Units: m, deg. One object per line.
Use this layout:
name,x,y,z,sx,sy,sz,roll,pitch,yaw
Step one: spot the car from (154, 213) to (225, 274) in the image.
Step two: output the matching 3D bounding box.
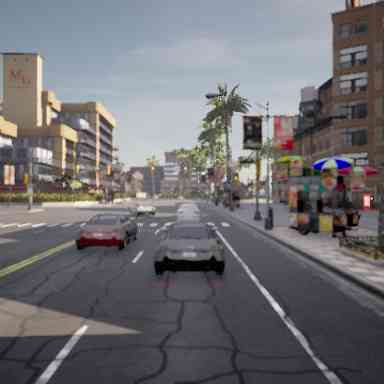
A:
car,-0.077,1.604,10.666,1.994,1.385,4.181,0,0,0

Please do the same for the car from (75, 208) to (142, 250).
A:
car,-3.619,1.623,14.771,1.994,1.385,4.181,0,0,-1

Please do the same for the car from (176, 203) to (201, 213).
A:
car,-0.268,1.620,26.026,1.812,1.442,4.674,0,0,-1

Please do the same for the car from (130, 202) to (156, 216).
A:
car,-5.178,1.731,34.322,1.895,1.301,4.718,0,0,-20
